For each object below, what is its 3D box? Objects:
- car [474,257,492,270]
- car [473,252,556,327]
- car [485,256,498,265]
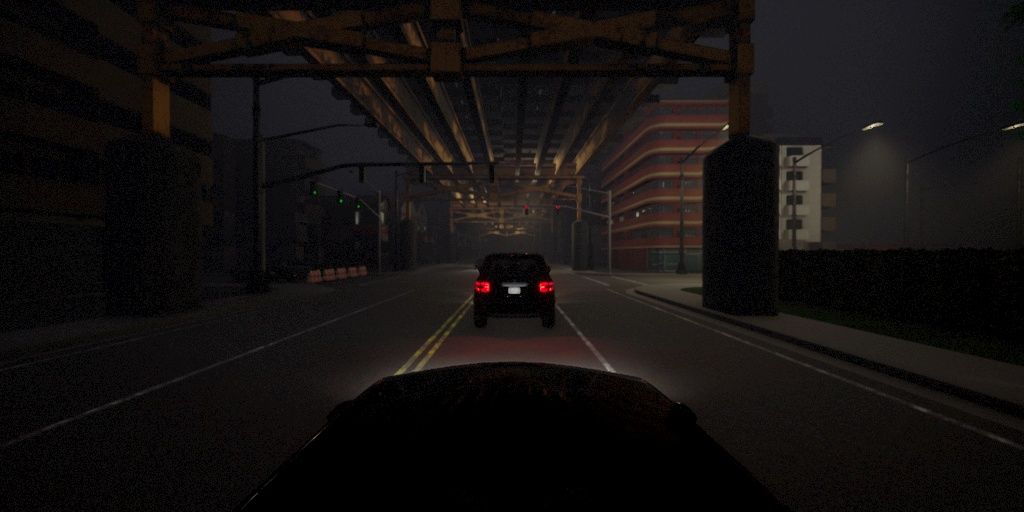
[{"bbox_3d":[-3.563,0.931,44.930,1.812,1.442,4.674,0,0,0],"label":"car"},{"bbox_3d":[0.076,0.896,11.294,2.150,2.045,5.566,0,1,0],"label":"car"},{"bbox_3d":[-3.508,0.779,61.968,1.812,1.442,4.674,0,1,1],"label":"car"}]
